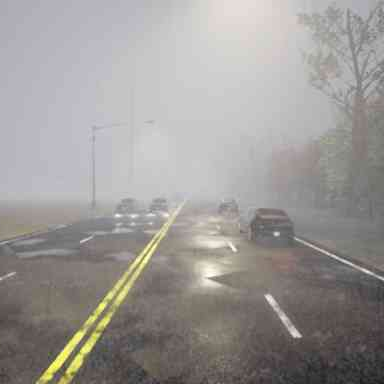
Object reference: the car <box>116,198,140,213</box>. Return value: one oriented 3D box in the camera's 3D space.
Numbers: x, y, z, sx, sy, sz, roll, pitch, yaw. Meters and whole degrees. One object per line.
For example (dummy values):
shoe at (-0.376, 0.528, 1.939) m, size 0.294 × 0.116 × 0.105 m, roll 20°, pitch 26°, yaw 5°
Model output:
car at (-6.592, 1.377, 34.676) m, size 1.837 × 1.490 × 4.892 m, roll 0°, pitch 0°, yaw 0°

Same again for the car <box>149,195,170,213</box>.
car at (-3.342, 1.377, 34.679) m, size 1.837 × 1.490 × 4.892 m, roll 0°, pitch 0°, yaw 0°

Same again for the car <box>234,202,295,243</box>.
car at (3.379, 1.410, 15.689) m, size 1.837 × 1.490 × 4.892 m, roll 1°, pitch 0°, yaw 0°

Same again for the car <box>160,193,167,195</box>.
car at (-6.501, 1.068, 75.313) m, size 1.837 × 1.490 × 4.892 m, roll 0°, pitch 0°, yaw 0°

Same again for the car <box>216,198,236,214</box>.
car at (3.374, 1.333, 32.491) m, size 2.128 × 1.511 × 4.902 m, roll 1°, pitch 0°, yaw 0°

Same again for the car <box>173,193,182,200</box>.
car at (-3.252, 1.045, 75.314) m, size 1.882 × 1.535 × 5.008 m, roll 0°, pitch 0°, yaw 0°
